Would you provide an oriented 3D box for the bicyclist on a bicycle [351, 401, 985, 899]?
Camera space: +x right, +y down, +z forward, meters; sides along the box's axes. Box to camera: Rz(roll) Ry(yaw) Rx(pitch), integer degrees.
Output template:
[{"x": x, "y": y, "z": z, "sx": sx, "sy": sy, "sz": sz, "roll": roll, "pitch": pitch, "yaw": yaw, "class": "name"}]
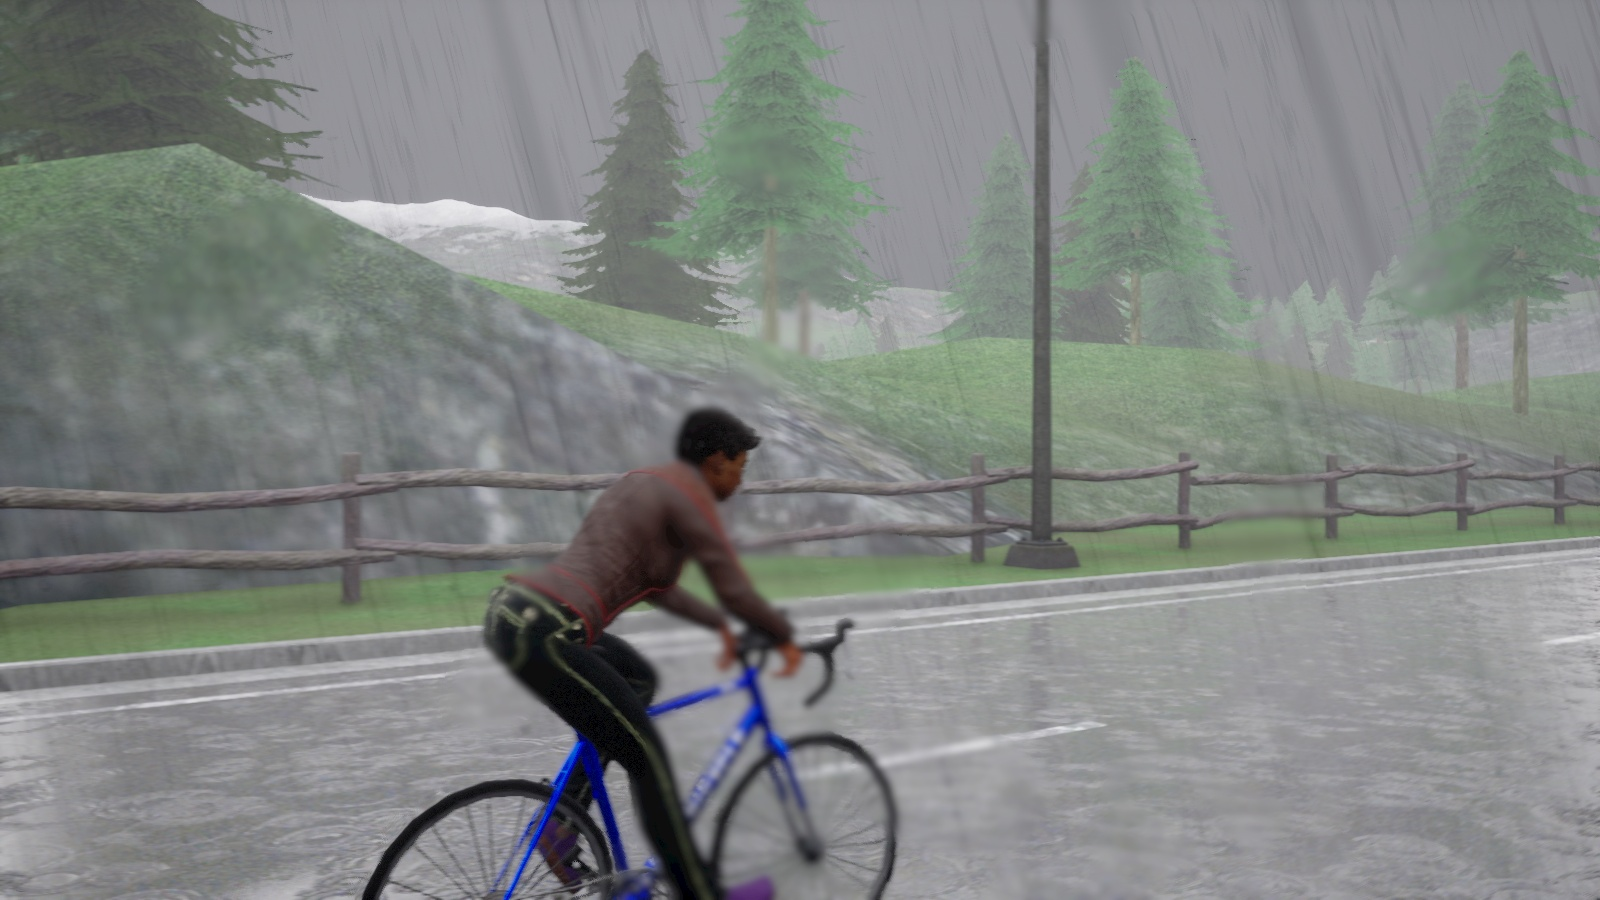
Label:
[{"x": -0.303, "y": 0.706, "z": 3.448, "sx": 1.656, "sy": 1.620, "sz": 0.582, "roll": 0, "pitch": 0, "yaw": -35, "class": "bicyclist on a bicycle"}]
